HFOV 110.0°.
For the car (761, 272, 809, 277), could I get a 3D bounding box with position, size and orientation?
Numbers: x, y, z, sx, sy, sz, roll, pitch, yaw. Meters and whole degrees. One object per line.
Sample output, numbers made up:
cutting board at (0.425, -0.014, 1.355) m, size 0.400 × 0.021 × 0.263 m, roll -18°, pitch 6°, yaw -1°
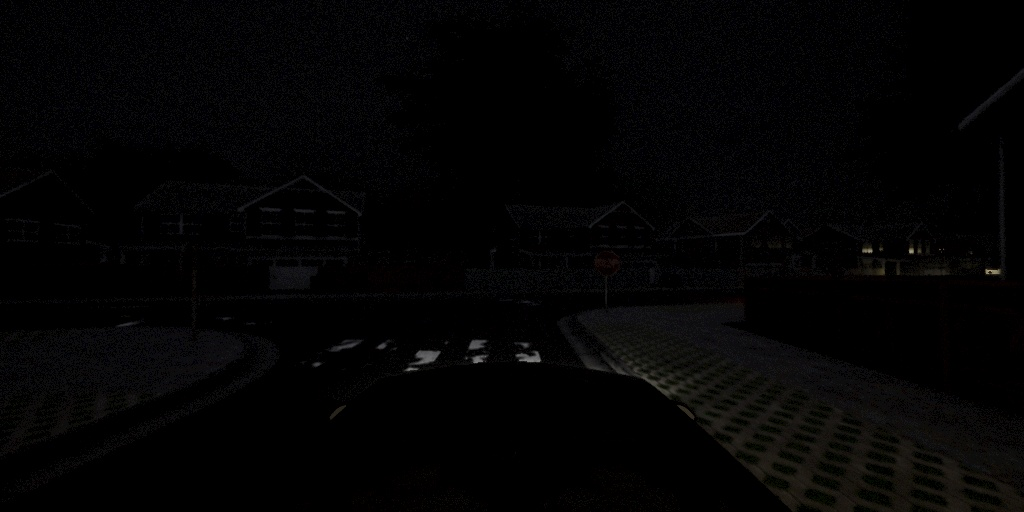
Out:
car at (16.361, 1.689, 21.021) m, size 4.902 × 1.511 × 2.128 m, roll 1°, pitch -1°, yaw -20°
